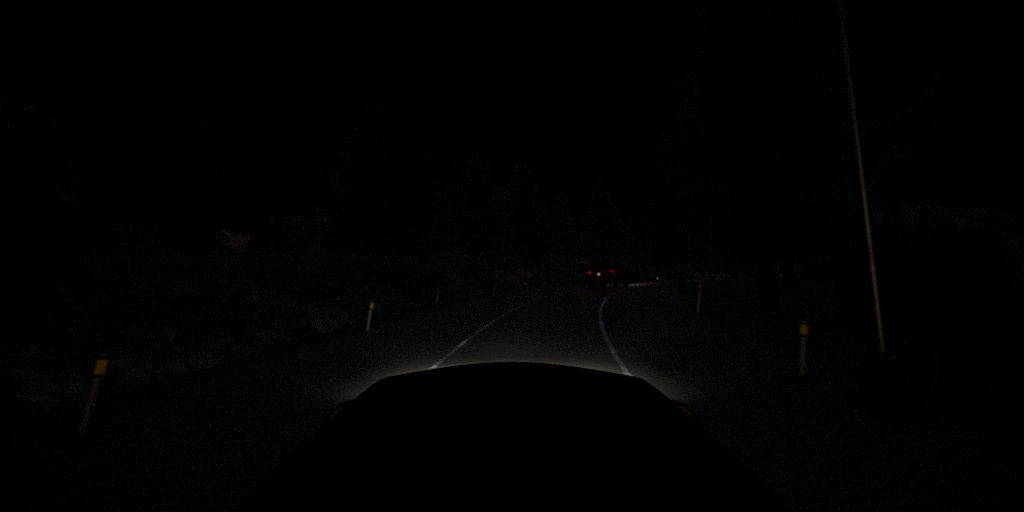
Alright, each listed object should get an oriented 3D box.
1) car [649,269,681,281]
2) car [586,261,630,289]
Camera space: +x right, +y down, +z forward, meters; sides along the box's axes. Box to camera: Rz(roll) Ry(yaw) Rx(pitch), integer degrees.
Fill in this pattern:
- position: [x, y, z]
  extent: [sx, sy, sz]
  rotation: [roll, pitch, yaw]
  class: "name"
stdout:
- position: [17.182, 2.131, 39.954]
  extent: [4.718, 1.301, 1.895]
  rotation: [2, -6, -44]
  class: "car"
- position: [7.423, 1.419, 27.560]
  extent: [2.150, 2.045, 5.566]
  rotation: [-4, -3, 29]
  class: "car"
